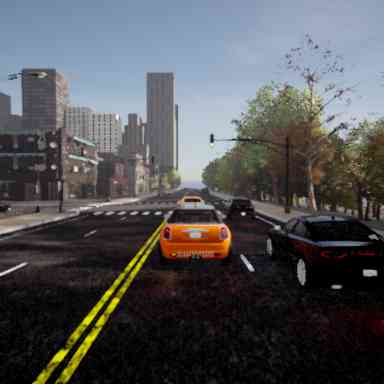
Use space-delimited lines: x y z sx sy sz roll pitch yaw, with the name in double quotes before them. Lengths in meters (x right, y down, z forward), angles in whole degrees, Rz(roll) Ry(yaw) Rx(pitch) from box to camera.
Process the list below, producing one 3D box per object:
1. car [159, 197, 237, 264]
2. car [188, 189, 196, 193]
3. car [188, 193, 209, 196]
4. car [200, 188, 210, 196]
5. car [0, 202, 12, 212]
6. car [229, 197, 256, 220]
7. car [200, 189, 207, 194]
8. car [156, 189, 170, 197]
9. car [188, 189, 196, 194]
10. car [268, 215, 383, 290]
"car" 0.095 1.174 11.273 2.097 1.767 4.553 0 1 0
"car" -0.036 0.230 83.282 1.994 1.385 4.181 0 1 0
"car" -0.014 1.085 24.996 1.882 1.535 5.008 0 1 -2
"car" 3.214 -0.092 82.893 2.150 2.045 5.566 0 1 0
"car" -19.968 1.308 32.434 4.313 1.339 1.947 -1 2 0
"car" 3.340 1.127 24.016 1.837 1.490 4.892 0 1 0
"car" 3.211 -0.164 93.281 1.882 1.535 5.008 0 1 0
"car" -6.528 0.396 71.617 2.128 1.511 4.902 0 1 0
"car" -0.039 -0.102 93.281 2.033 1.411 5.357 0 1 0
"car" 3.348 1.339 8.727 1.882 1.535 5.008 0 1 0
